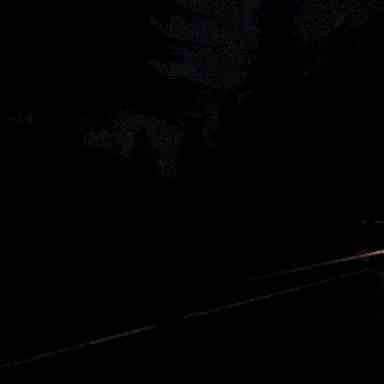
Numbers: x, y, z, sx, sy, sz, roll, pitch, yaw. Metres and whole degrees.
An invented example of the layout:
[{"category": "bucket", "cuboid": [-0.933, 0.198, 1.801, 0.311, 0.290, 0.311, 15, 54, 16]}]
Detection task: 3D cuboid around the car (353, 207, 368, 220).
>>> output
[{"category": "car", "cuboid": [12.291, 1.579, 27.673, 1.994, 1.385, 4.181, 0, 0, -36]}]
